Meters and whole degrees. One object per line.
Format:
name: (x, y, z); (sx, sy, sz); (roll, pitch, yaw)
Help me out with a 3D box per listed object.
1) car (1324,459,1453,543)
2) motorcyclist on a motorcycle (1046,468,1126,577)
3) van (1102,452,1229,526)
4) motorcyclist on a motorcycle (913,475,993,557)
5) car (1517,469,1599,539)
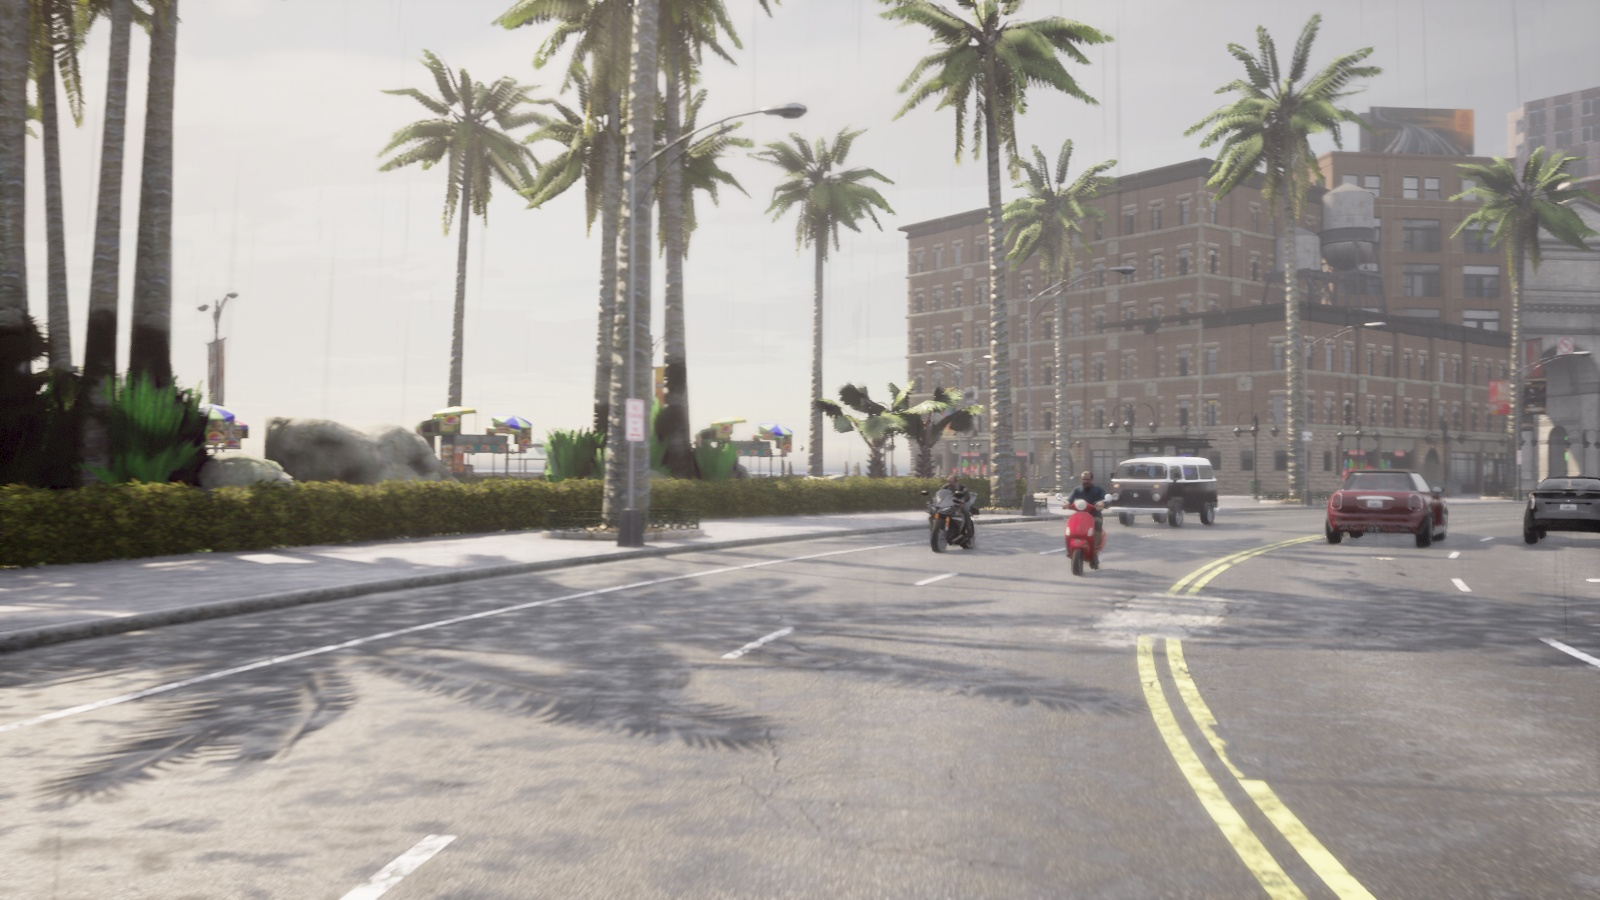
car: (13.707, 1.121, 29.101); (2.097, 1.767, 4.553); (-1, -1, 33)
motorcyclist on a motorcycle: (4.459, 1.081, 19.467); (0.866, 1.590, 1.817); (0, -1, 24)
van: (10.861, 1.128, 37.122); (2.069, 2.038, 4.480); (-1, -1, 38)
motorcyclist on a motorcycle: (3.043, 1.256, 24.758); (0.866, 1.530, 2.191); (0, -1, 27)
car: (18.182, 1.201, 29.399); (2.007, 1.525, 4.514); (-1, -1, 35)
